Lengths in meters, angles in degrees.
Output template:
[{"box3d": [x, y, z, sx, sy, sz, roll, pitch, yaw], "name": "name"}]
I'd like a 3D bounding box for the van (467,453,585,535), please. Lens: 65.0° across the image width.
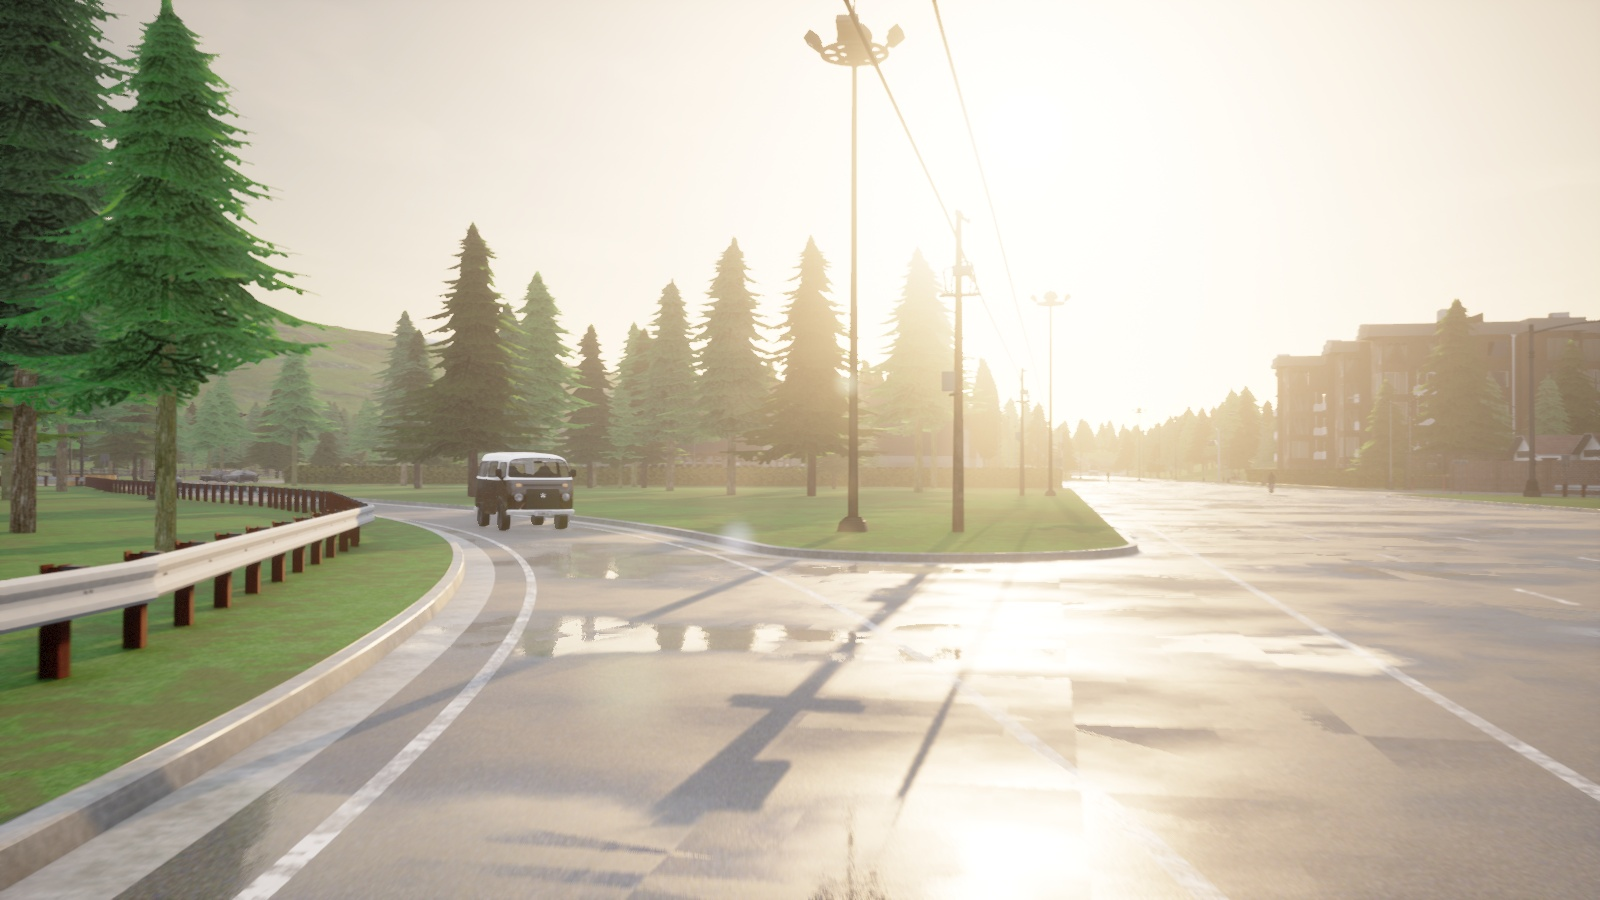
[{"box3d": [-7.385, 1.126, 33.458, 2.069, 2.038, 4.480, 0, -1, -26], "name": "van"}]
